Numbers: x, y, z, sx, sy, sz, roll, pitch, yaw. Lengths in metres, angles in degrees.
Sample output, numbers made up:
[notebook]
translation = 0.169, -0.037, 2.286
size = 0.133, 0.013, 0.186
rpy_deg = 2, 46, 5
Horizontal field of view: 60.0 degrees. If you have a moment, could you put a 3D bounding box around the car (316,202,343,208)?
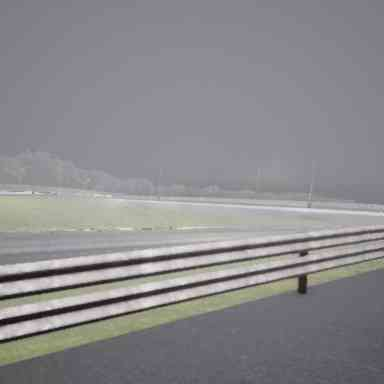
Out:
[car]
translation = 25.232, 2.563, 61.604
size = 5.008, 1.535, 1.882
rpy_deg = 2, -2, 31
